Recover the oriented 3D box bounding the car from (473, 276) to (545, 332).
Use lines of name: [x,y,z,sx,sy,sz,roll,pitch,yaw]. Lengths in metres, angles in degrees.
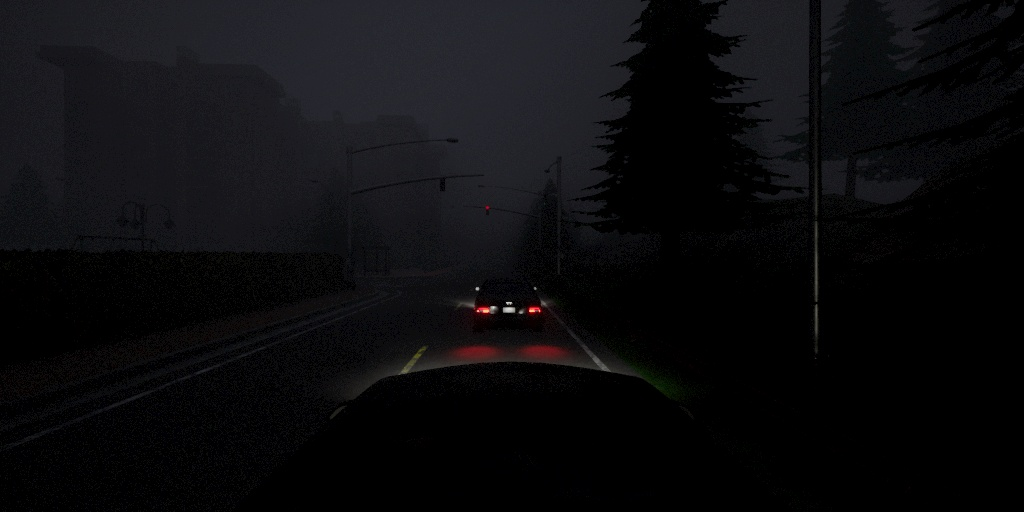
car: [-0.158,1.297,10.817,2.033,1.411,5.357,0,0,-2]
